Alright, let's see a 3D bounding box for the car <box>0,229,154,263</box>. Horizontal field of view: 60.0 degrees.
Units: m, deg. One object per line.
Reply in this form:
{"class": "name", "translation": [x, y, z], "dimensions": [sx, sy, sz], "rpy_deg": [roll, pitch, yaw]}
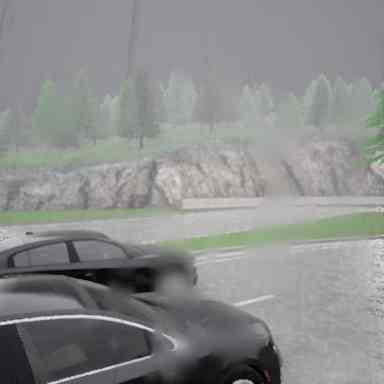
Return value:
{"class": "car", "translation": [-2.200, 1.466, 6.377], "dimensions": [5.008, 1.535, 1.882], "rpy_deg": [0, 0, -34]}

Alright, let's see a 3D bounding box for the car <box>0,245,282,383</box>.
{"class": "car", "translation": [-1.327, 1.500, 2.747], "dimensions": [4.892, 1.490, 1.837], "rpy_deg": [0, 0, -35]}
